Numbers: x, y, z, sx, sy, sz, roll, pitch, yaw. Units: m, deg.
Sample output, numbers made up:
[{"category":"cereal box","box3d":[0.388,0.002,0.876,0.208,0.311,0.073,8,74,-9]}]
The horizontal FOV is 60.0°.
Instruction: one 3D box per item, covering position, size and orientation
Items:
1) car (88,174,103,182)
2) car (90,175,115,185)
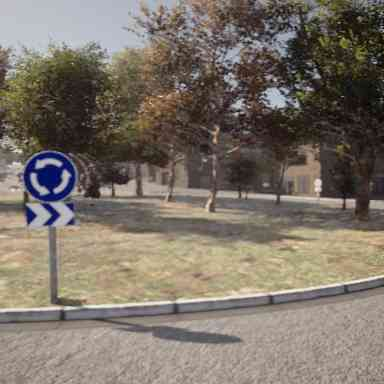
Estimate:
[{"category":"car","box3d":[-22.819,-2.956,81.001,1.946,1.575,5.366,7,7,41]},{"category":"car","box3d":[-19.822,-2.363,75.807,2.231,1.521,4.892,6,7,42]}]
